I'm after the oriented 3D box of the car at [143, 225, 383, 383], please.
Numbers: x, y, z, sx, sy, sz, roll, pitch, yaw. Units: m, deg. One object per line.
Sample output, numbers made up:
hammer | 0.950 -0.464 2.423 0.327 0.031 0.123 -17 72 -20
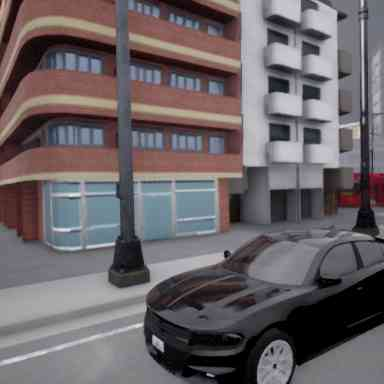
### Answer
car | 1.678 1.346 5.117 5.008 1.535 1.882 -2 1 -34
